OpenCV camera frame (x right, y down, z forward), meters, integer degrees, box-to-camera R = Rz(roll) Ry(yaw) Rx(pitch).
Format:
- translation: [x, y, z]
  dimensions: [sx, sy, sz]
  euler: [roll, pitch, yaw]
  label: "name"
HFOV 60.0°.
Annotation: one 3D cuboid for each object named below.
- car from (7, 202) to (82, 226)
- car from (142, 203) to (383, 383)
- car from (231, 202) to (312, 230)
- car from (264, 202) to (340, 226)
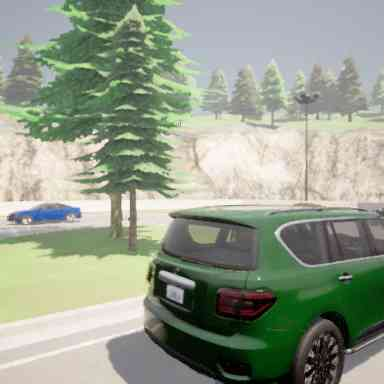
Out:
- translation: [-10.590, 1.498, 24.155]
  dimensions: [5.008, 1.535, 1.882]
  euler: [0, -1, -42]
  label: "car"
- translation: [1.938, 1.230, 5.223]
  dimensions: [5.566, 2.045, 2.150]
  euler: [1, -1, -38]
  label: "car"
- translation: [5.229, 1.528, 22.443]
  dimensions: [5.008, 1.535, 1.882]
  euler: [0, -1, 44]
  label: "car"
- translation: [8.032, 1.538, 24.656]
  dimensions: [1.882, 1.535, 5.008]
  euler: [2, -1, -44]
  label: "car"
